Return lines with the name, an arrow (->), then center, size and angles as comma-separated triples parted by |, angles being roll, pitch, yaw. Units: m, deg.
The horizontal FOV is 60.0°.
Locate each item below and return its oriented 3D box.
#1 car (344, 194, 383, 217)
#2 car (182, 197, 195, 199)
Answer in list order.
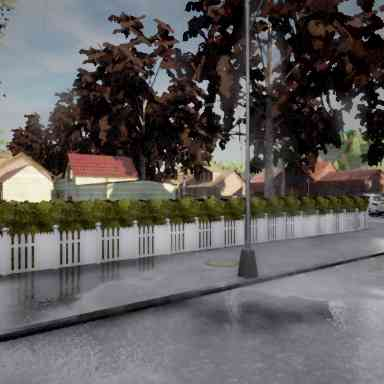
car -> 15.140, 1.221, 31.108 | 2.150, 2.045, 5.566 | 0, 0, -32
car -> -0.688, 1.491, 53.719 | 2.128, 1.511, 4.902 | 0, 0, -36
